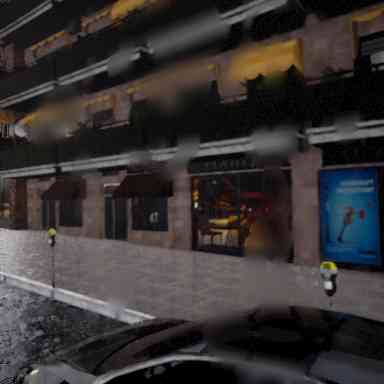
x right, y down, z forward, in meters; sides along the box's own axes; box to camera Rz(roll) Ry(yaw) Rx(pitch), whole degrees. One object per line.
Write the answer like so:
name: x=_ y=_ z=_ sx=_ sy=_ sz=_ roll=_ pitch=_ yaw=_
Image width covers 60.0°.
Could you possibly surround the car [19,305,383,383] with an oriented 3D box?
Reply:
car: x=0.526 y=1.563 z=2.376 sx=4.313 sy=1.339 sz=1.947 roll=0 pitch=-2 yaw=36
